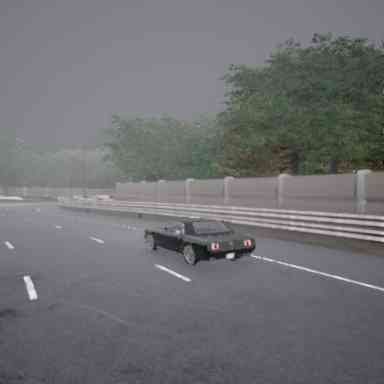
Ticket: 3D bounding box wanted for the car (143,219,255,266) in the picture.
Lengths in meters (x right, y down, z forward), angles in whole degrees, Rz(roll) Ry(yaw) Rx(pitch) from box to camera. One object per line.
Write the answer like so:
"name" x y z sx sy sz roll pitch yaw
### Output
"car" -0.034 1.580 11.644 1.895 1.301 4.718 0 0 -31
